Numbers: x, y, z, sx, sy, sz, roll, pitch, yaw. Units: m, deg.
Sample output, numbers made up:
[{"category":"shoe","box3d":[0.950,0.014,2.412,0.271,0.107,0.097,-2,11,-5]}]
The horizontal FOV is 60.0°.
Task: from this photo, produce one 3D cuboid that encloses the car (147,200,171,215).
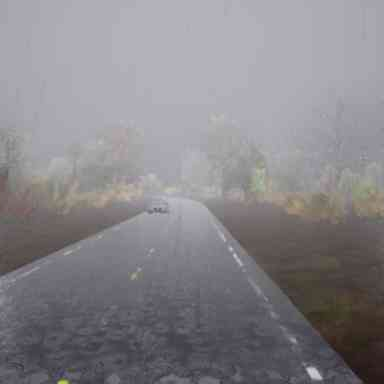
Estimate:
[{"category":"car","box3d":[-3.095,1.448,31.959,1.994,1.385,4.181,0,0,0]}]
